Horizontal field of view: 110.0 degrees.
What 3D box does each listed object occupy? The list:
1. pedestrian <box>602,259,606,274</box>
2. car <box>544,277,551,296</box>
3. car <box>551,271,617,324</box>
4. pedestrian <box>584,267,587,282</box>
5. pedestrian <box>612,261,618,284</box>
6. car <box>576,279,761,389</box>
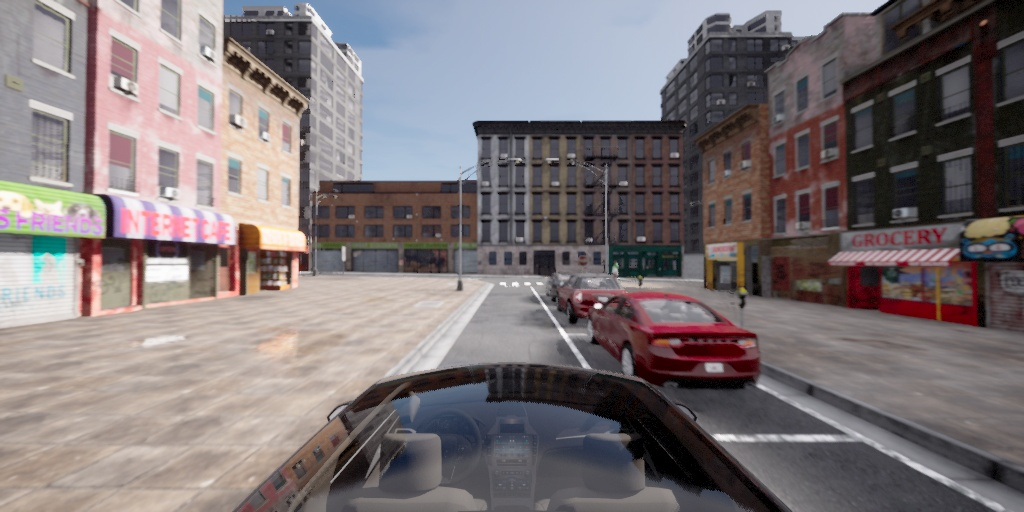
[{"bbox_3d":[7.013,1.171,27.248,0.375,1.860,0.375,0,-1,0],"label":"pedestrian"},{"bbox_3d":[2.640,1.454,17.917,2.007,1.370,4.403,0,0,0],"label":"car"},{"bbox_3d":[2.640,1.291,12.413,1.967,1.591,4.097,0,0,0],"label":"car"},{"bbox_3d":[5.904,1.422,28.445,0.375,1.300,0.375,0,-1,0],"label":"pedestrian"},{"bbox_3d":[8.013,1.252,27.847,0.375,1.860,0.375,0,-1,0],"label":"pedestrian"},{"bbox_3d":[2.639,1.344,6.910,1.888,1.381,4.507,0,0,0],"label":"car"}]
